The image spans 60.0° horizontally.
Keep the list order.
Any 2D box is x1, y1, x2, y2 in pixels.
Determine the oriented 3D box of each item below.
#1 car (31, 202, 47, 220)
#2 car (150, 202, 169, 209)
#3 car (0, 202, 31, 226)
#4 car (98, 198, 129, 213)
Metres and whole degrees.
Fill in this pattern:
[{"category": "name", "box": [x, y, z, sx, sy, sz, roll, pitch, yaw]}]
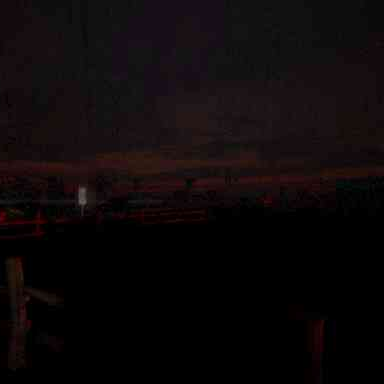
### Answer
[{"category": "car", "box": [-15.106, 1.654, 29.496, 2.097, 1.767, 4.553, -1, -1, 15]}, {"category": "car", "box": [-6.004, 2.398, 60.823, 1.895, 1.301, 4.718, -1, -1, 18]}, {"category": "car", "box": [-13.874, 1.661, 22.897, 1.882, 1.535, 5.008, -1, -1, 15]}, {"category": "car", "box": [-10.658, 1.776, 45.794, 2.150, 2.045, 5.566, -1, -2, 16]}]
